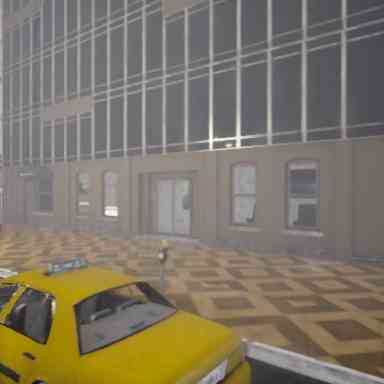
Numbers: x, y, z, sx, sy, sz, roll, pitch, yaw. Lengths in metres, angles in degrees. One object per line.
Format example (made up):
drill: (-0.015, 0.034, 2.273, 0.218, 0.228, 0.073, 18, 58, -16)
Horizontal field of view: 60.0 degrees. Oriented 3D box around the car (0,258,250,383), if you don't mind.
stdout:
car: (-1.717, 1.501, 4.103, 4.829, 1.417, 1.752, 0, 0, 35)
